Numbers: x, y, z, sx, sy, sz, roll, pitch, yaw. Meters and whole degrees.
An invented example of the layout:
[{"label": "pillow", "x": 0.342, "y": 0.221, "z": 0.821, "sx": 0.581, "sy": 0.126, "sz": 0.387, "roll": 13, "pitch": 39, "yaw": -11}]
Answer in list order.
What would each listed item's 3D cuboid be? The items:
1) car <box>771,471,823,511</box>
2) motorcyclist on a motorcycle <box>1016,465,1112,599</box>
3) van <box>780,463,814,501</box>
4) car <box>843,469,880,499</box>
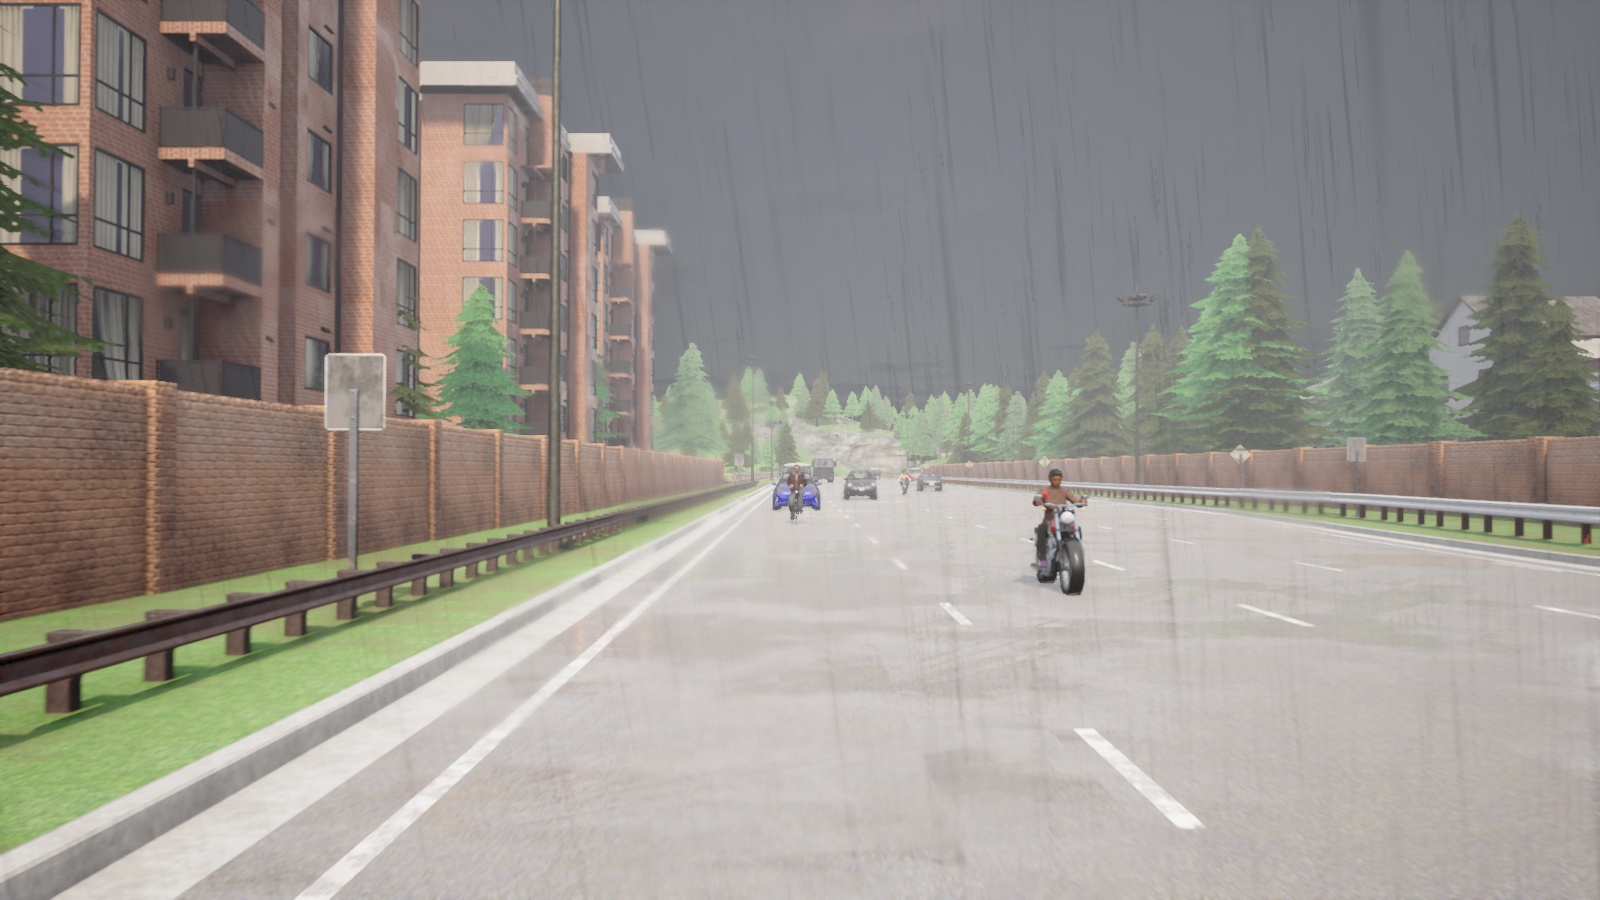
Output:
[{"label": "car", "x": -0.123, "y": 1.607, "z": 50.480, "sx": 2.007, "sy": 1.525, "sz": 4.514, "roll": 0, "pitch": -1, "yaw": 0}, {"label": "motorcyclist on a motorcycle", "x": 3.459, "y": 1.030, "z": 16.662, "sx": 0.766, "sy": 1.649, "sz": 2.350, "roll": 0, "pitch": -1, "yaw": 0}, {"label": "van", "x": -0.166, "y": 1.702, "z": 67.699, "sx": 1.775, "sy": 1.987, "sz": 4.442, "roll": 0, "pitch": -1, "yaw": 0}, {"label": "car", "x": 3.332, "y": 1.851, "z": 68.803, "sx": 1.851, "sy": 1.617, "sz": 3.988, "roll": 0, "pitch": -1, "yaw": 0}]
